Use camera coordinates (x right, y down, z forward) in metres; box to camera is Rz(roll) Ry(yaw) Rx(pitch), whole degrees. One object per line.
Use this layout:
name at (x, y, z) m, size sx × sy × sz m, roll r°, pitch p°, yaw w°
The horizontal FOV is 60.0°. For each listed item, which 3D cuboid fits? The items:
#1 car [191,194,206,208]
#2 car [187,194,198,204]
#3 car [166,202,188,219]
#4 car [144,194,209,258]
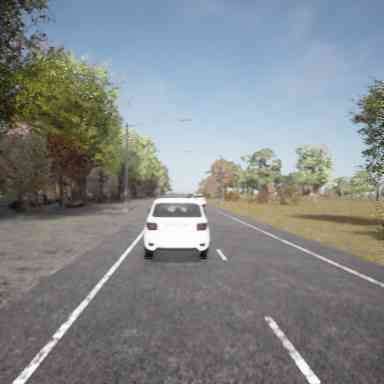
car at (0.995, 1.393, 54.118) m, size 2.150 × 2.045 × 5.566 m, roll 1°, pitch 0°, yaw -3°
car at (0.006, 1.444, 73.142) m, size 2.150 × 2.045 × 5.566 m, roll 1°, pitch 0°, yaw -3°
car at (-1.452, 1.675, 31.363) m, size 1.895 × 1.301 × 4.718 m, roll 1°, pitch 0°, yaw -3°
car at (-0.588, 1.252, 12.963) m, size 2.150 × 2.045 × 5.566 m, roll 1°, pitch 0°, yaw -3°
